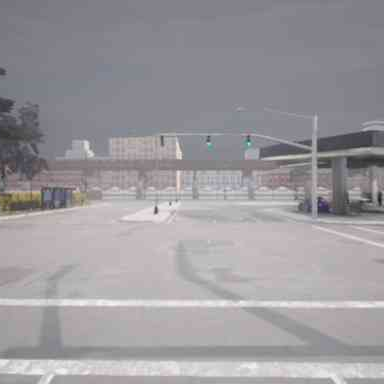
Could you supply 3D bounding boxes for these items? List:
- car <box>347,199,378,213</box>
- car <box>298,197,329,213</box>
[{"bbox_3d":[18.964,1.528,37.139,1.970,1.475,3.806,0,0,0],"label":"car"},{"bbox_3d":[13.219,1.366,36.378,2.242,1.667,4.611,0,0,0],"label":"car"}]
